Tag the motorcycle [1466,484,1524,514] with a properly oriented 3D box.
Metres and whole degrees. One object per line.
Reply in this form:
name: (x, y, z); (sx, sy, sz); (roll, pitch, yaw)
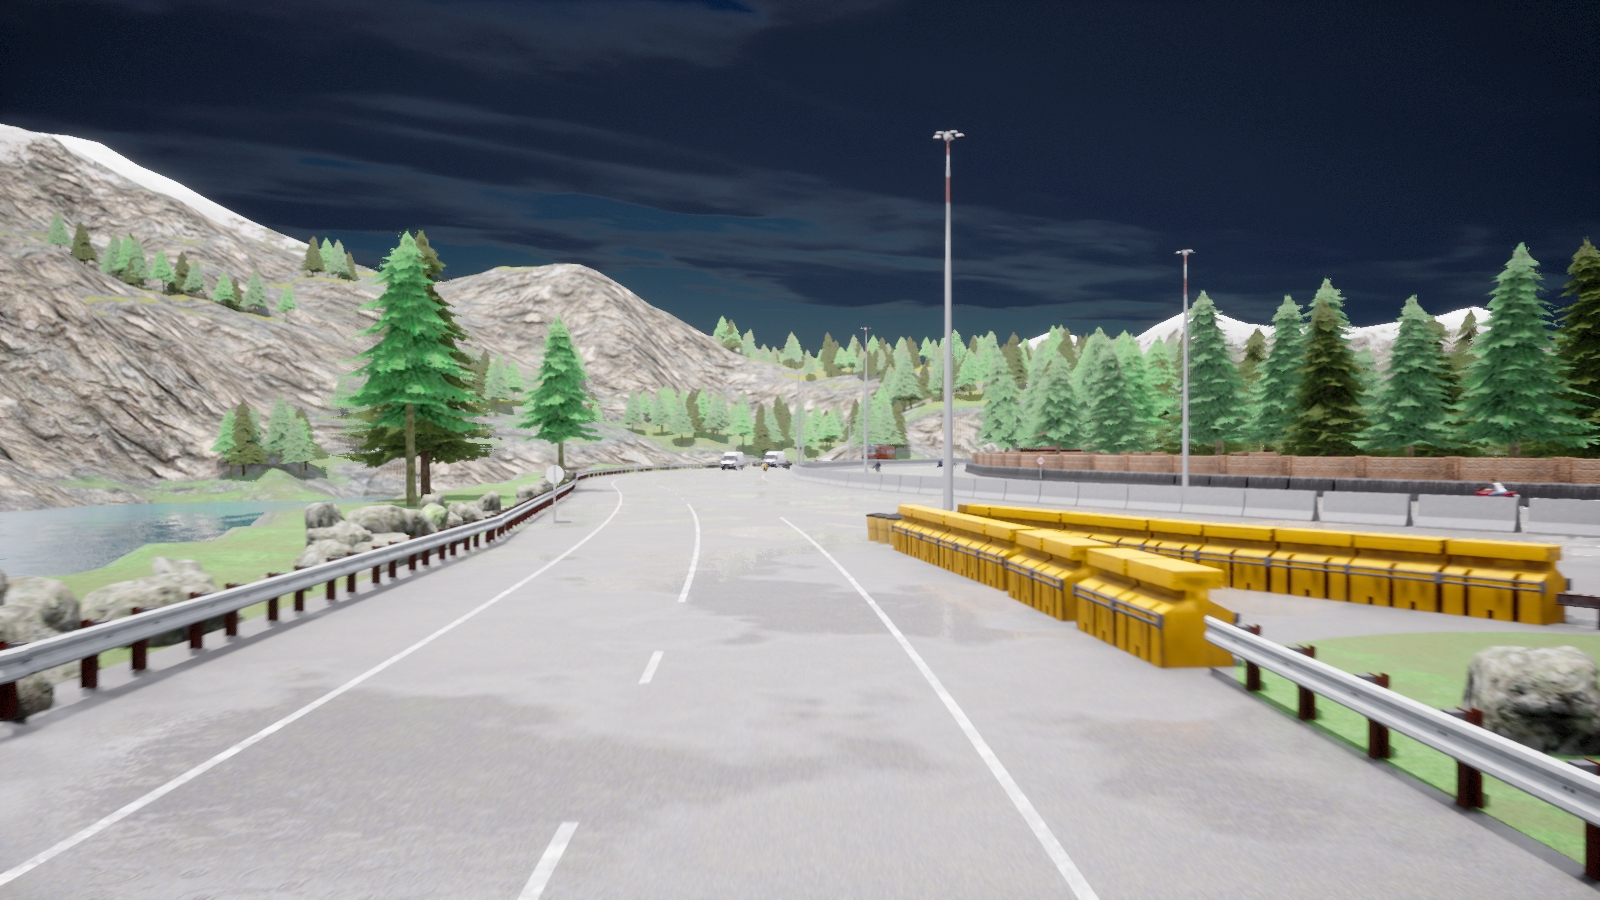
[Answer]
motorcycle: (30.885, 2.172, 50.798); (0.803, 1.217, 2.033); (2, -1, -30)
